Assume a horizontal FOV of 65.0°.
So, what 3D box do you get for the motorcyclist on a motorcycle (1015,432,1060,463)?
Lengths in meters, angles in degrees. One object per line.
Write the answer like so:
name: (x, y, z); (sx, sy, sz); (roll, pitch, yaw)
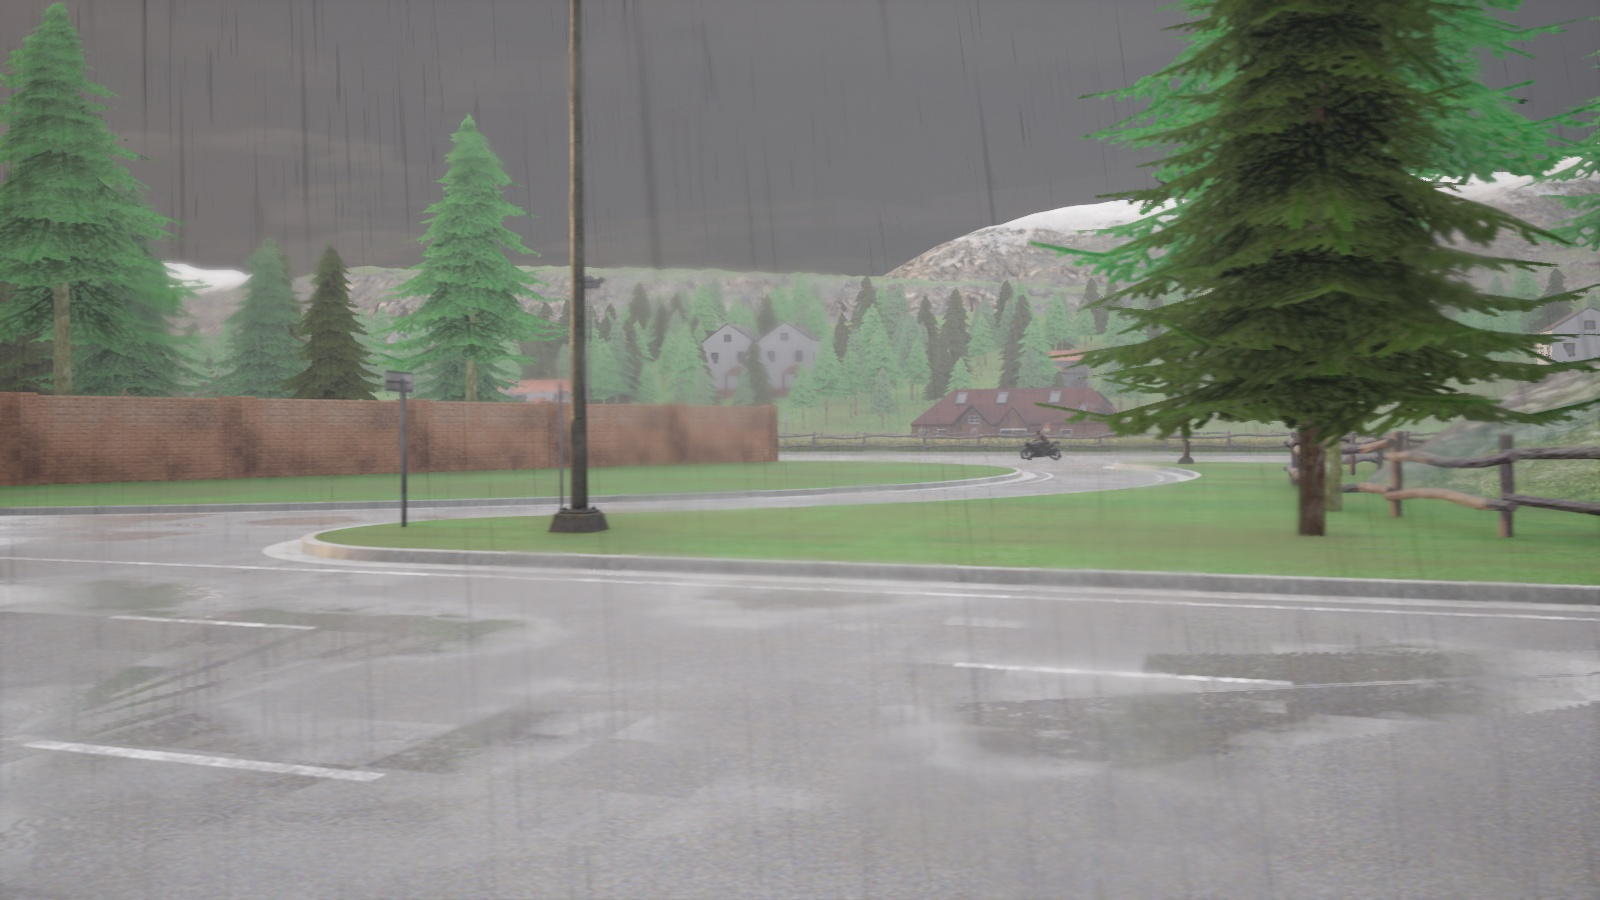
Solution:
motorcyclist on a motorcycle: (11.670, -0.135, 61.656); (2.044, 1.523, 0.797); (1, 1, 19)
